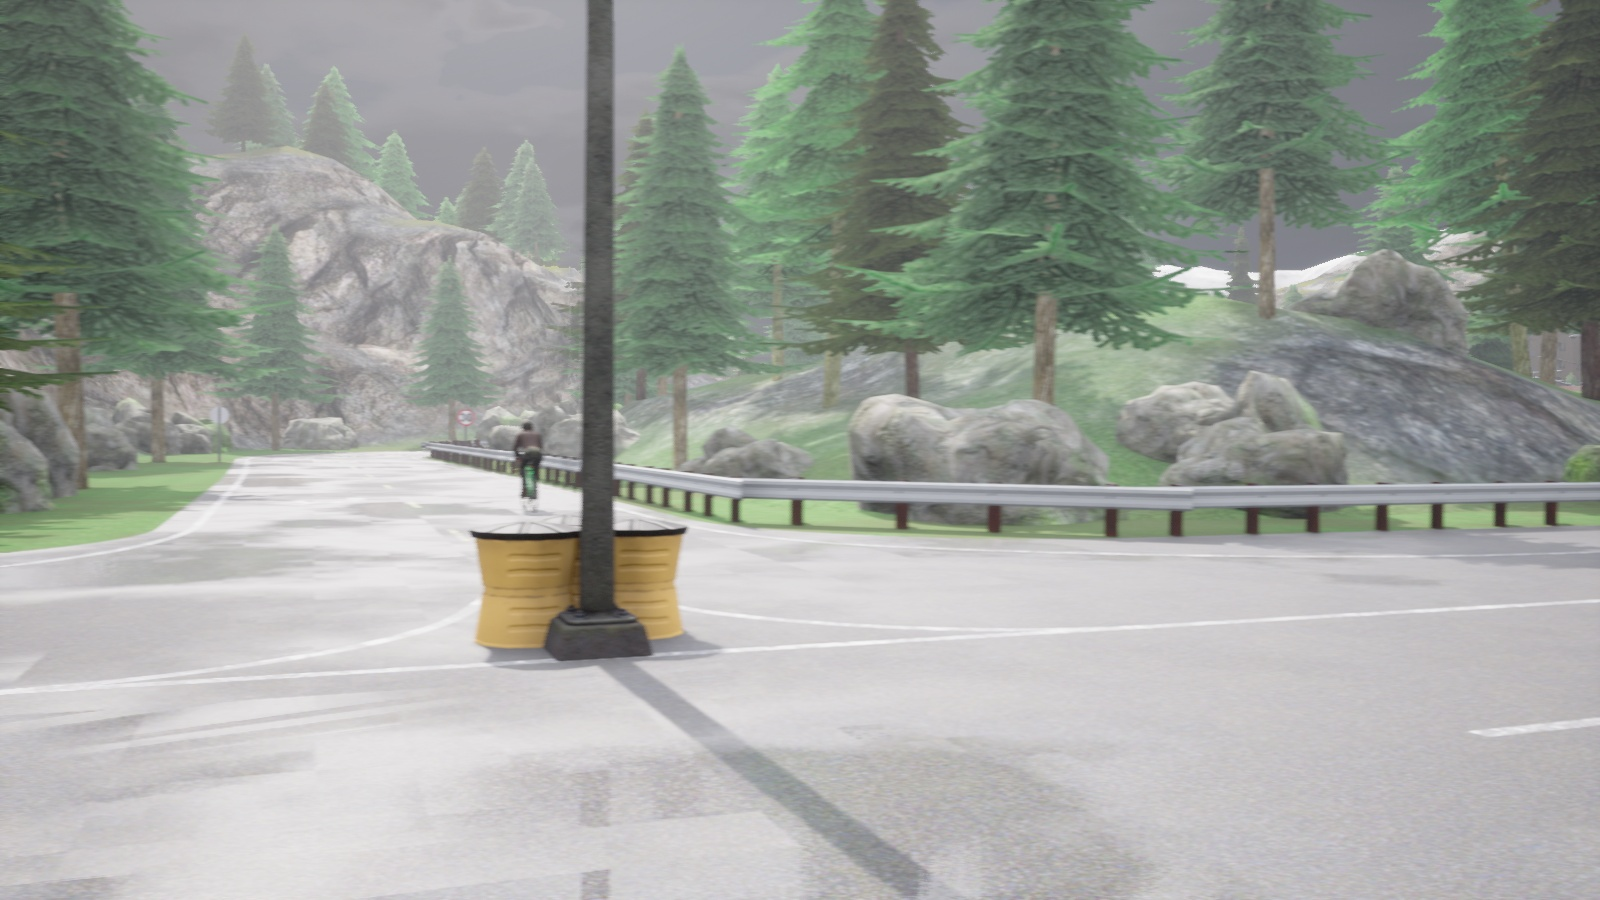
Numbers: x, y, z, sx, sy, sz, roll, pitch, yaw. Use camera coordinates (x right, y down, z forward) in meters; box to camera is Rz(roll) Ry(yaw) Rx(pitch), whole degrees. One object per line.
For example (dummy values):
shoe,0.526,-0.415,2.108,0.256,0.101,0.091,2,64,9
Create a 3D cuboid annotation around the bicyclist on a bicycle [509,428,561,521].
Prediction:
bicyclist on a bicycle,-4.814,0.418,22.739,0.582,1.620,1.656,-1,1,-23
